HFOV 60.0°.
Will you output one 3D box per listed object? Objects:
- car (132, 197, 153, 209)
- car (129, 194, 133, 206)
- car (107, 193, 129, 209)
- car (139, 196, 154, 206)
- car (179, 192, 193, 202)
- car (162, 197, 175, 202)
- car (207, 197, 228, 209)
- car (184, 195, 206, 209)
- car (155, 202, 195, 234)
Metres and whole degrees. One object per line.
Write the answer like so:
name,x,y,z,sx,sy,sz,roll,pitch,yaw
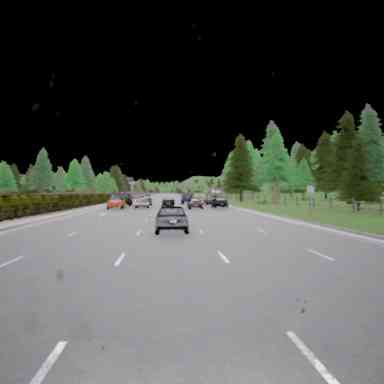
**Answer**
car,-6.826,1.621,45.970,1.895,1.301,4.718,0,0,-4
car,-11.007,1.257,54.650,2.150,2.045,5.566,0,0,-4
car,-10.176,1.385,45.126,2.097,1.767,4.553,0,0,-4
car,-7.538,1.513,55.204,2.128,1.511,4.902,0,0,-4
car,-0.805,1.215,60.336,2.150,2.045,5.566,0,0,-5
car,-3.502,1.484,49.652,1.882,1.535,5.008,0,0,-4
car,3.724,1.456,45.670,1.882,1.535,5.008,0,0,-4
car,0.354,1.517,45.159,1.812,1.442,4.674,0,0,-4
car,-1.185,1.549,19.417,2.033,1.411,5.357,0,0,-4
